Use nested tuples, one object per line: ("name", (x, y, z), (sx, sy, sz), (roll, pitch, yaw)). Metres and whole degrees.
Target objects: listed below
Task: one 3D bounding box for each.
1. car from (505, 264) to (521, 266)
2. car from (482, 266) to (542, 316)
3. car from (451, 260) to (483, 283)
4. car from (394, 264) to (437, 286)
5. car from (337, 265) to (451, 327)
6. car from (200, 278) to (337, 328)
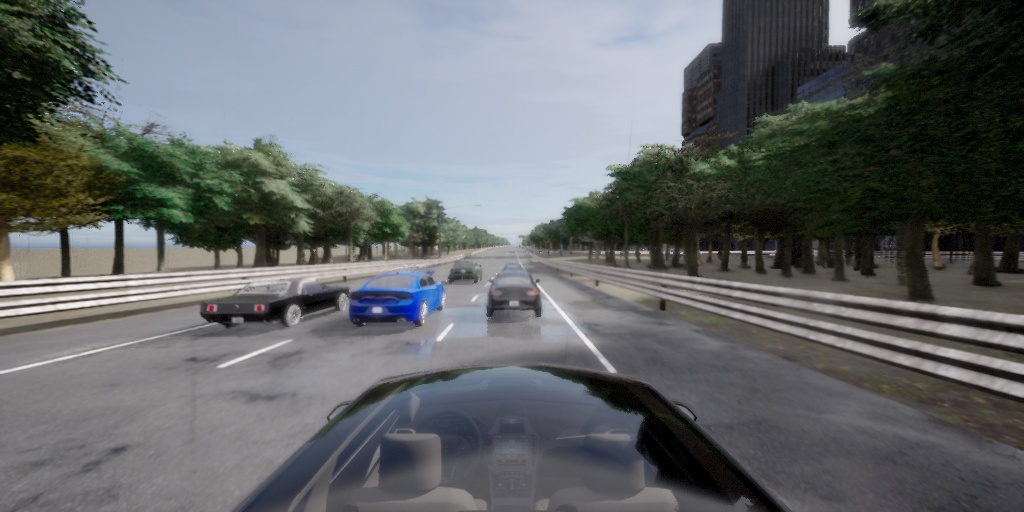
("car", (0.085, 1.279, 28.280), (1.994, 1.385, 4.181), (0, 0, 0))
("car", (0.081, 1.271, 13.197), (1.812, 1.442, 4.674), (0, 0, 0))
("car", (-3.420, 1.069, 27.386), (2.097, 1.767, 4.553), (0, 0, 0))
("car", (-6.928, 1.322, 26.305), (1.895, 1.301, 4.718), (0, 0, 0))
("car", (-3.429, 1.225, 11.602), (1.882, 1.535, 5.008), (0, 0, 0))
("car", (-6.932, 1.349, 11.316), (1.895, 1.301, 4.718), (0, 0, 0))
